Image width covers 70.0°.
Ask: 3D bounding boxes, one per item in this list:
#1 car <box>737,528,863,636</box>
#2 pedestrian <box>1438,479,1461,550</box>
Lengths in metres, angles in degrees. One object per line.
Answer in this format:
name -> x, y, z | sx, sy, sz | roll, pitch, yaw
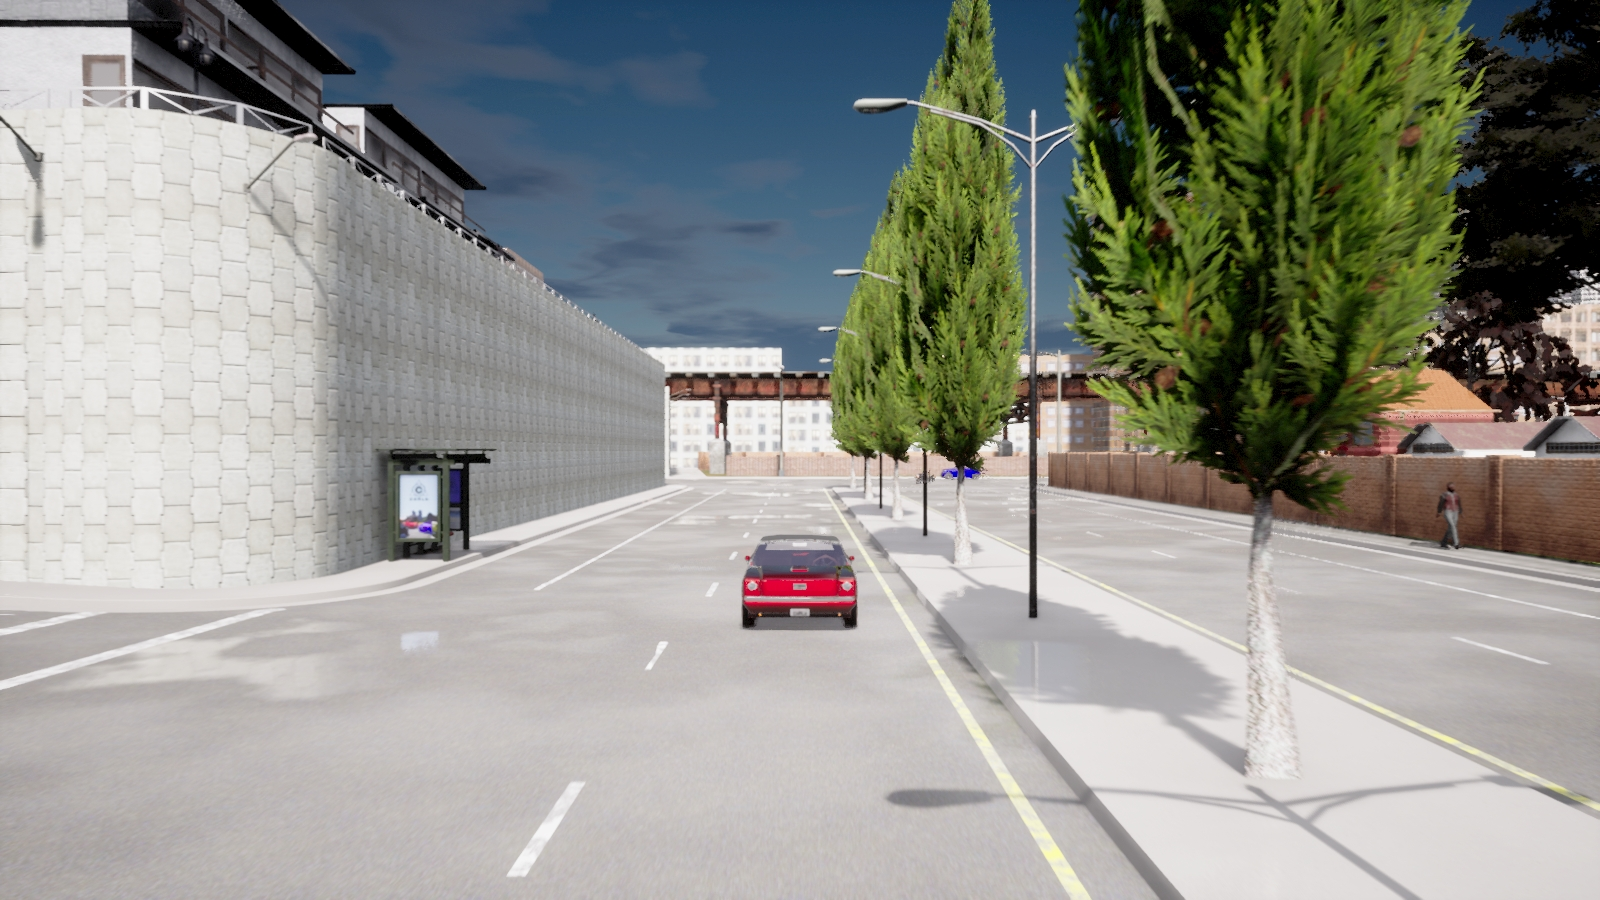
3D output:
car -> -0.007, 2.152, 19.586 | 1.895, 1.301, 4.718 | 0, 0, 0
pedestrian -> 17.195, 1.698, 30.252 | 0.375, 1.860, 0.375 | 0, 0, 1
